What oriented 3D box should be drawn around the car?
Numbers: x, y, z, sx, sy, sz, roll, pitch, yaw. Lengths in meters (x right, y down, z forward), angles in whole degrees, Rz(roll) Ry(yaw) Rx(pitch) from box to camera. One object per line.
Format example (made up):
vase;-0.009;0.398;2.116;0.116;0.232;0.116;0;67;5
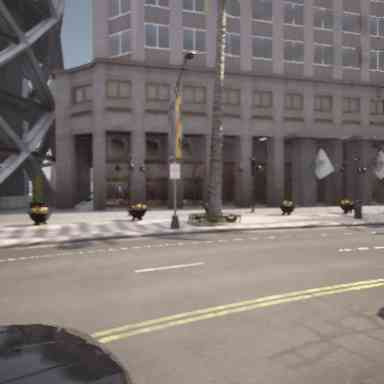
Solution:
car;-2.622;1.500;1.594;4.892;1.490;1.837;-1;1;-37
